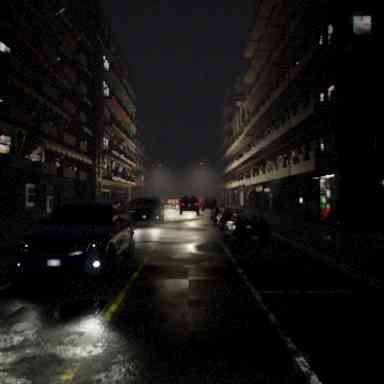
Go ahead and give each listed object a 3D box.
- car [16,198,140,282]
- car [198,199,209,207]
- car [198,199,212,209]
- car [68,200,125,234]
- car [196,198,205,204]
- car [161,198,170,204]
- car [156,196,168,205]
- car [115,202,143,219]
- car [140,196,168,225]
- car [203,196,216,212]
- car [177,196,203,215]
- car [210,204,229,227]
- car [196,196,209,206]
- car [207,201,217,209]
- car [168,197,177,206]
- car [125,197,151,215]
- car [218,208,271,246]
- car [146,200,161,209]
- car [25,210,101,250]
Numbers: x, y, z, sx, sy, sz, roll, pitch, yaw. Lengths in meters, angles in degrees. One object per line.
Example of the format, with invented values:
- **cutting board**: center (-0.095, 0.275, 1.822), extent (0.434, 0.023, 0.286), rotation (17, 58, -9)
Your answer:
- **car**: center (-3.192, 1.295, 10.385), extent (2.150, 2.045, 5.566), rotation (0, -1, -1)
- **car**: center (2.072, 1.970, 60.303), extent (1.887, 1.381, 4.507), rotation (1, 0, -1)
- **car**: center (2.132, 1.935, 54.736), extent (2.008, 1.369, 4.403), rotation (1, 0, -1)
- **car**: center (-5.886, 1.463, 21.277), extent (2.192, 1.841, 5.009), rotation (1, 0, -1)
- **car**: center (1.892, 2.113, 77.006), extent (1.947, 1.339, 4.313), rotation (1, 0, -1)
- **car**: center (-6.548, 2.170, 82.517), extent (1.802, 1.307, 4.206), rotation (1, 0, -1)
- **car**: center (-6.425, 1.821, 71.383), extent (2.192, 1.841, 5.009), rotation (1, 0, -1)
- **car**: center (-6.007, 1.750, 32.240), extent (1.752, 1.417, 4.829), rotation (1, 0, -1)
- **car**: center (-3.360, 1.403, 26.032), extent (2.150, 2.045, 5.566), rotation (0, -1, -1)
- **car**: center (2.255, 1.619, 43.603), extent (2.192, 1.841, 5.009), rotation (1, 0, -1)
- **car**: center (-0.279, 1.482, 37.345), extent (2.150, 2.045, 5.566), rotation (0, 0, -1)
- **car**: center (2.491, 1.698, 21.332), extent (2.008, 1.369, 4.403), rotation (1, 0, -1)
- **car**: center (2.015, 1.780, 65.872), extent (2.192, 1.841, 5.009), rotation (1, 0, -1)
- **car**: center (2.430, 1.713, 27.069), extent (1.752, 1.417, 4.829), rotation (1, 0, -1)
- **car**: center (-3.717, 1.828, 67.387), extent (2.097, 1.767, 4.553), rotation (0, 0, 0)
- **car**: center (-6.066, 1.580, 37.979), extent (2.192, 1.841, 5.009), rotation (1, 0, -1)
- **car**: center (2.550, 1.659, 15.765), extent (2.008, 1.369, 4.403), rotation (1, 0, -1)
- **car**: center (-6.248, 1.951, 54.680), extent (1.947, 1.339, 4.313), rotation (1, 0, -1)
- **car**: center (-5.830, 1.654, 15.708), extent (1.887, 1.381, 4.507), rotation (1, 0, -1)
